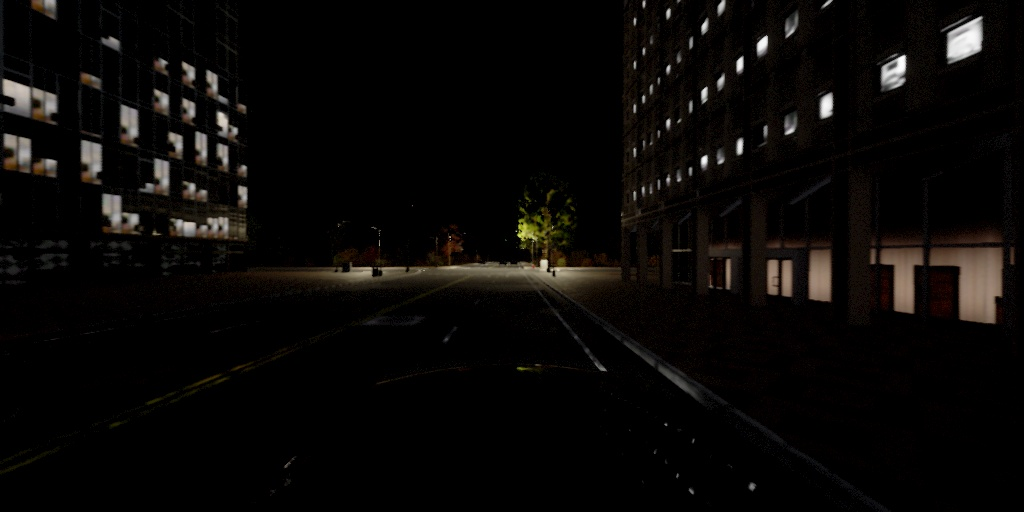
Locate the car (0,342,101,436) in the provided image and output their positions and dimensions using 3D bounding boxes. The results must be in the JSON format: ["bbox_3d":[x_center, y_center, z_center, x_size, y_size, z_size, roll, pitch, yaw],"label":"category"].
[{"bbox_3d":[-6.599,1.359,2.653,1.895,1.301,4.718,0,-1,0],"label":"car"}]

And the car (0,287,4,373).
[{"bbox_3d":[-9.849,1.273,3.849,1.837,1.490,4.892,0,-1,0],"label":"car"}]
